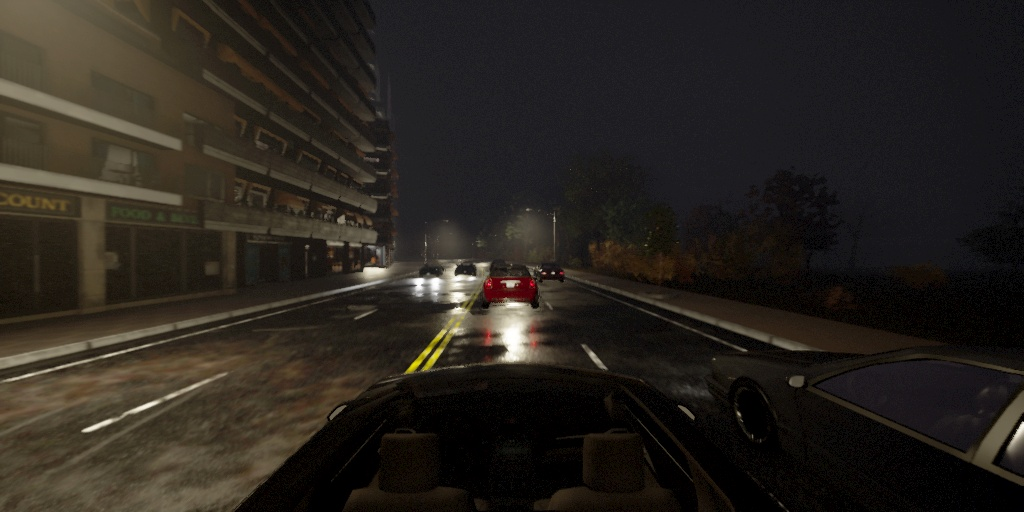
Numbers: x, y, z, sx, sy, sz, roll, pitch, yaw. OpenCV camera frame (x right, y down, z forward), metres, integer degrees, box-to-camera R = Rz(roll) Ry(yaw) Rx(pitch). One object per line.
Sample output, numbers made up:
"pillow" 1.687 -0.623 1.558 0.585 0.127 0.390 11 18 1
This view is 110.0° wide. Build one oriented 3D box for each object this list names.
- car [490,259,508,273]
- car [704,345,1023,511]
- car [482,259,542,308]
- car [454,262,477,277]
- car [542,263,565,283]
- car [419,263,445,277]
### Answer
"car" -1.576 1.145 42.070 1.882 1.535 5.008 0 0 -5
"car" 3.379 1.288 2.075 2.033 1.411 5.357 0 0 0
"car" -0.110 1.076 15.142 2.097 1.767 4.553 0 0 -2
"car" -4.386 1.259 34.549 1.994 1.385 4.181 0 0 -3
"car" 2.710 1.238 27.383 2.033 1.411 5.357 0 0 -3
"car" -7.631 1.305 34.389 1.895 1.301 4.718 0 0 -3
